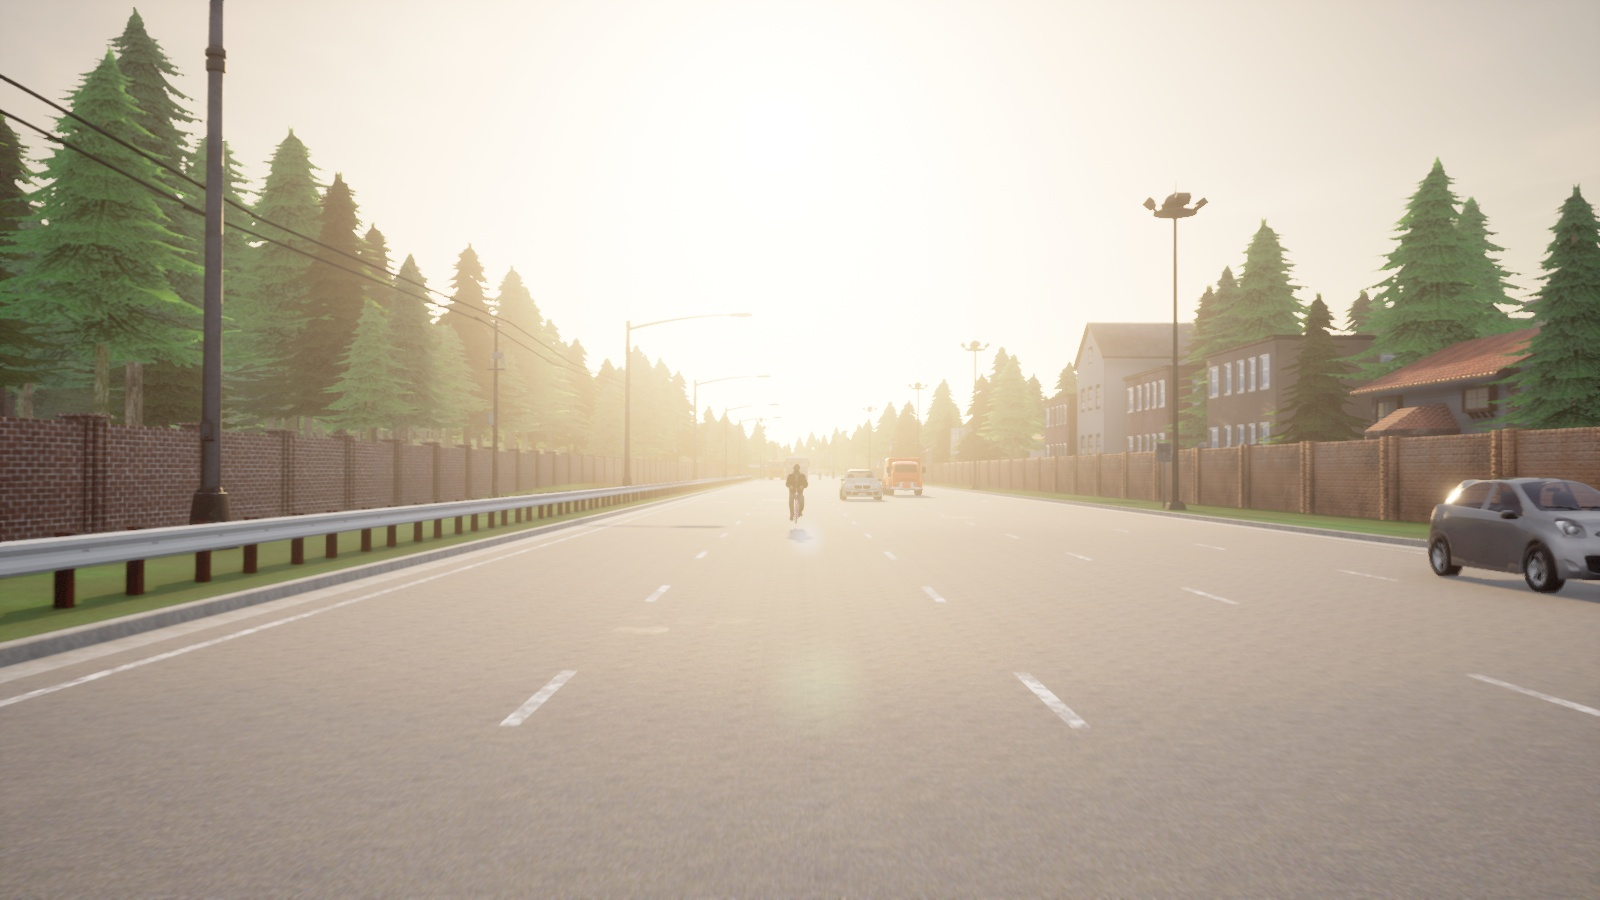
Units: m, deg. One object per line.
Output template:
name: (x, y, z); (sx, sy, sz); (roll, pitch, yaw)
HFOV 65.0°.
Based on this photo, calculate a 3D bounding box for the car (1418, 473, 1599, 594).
car: (10.456, 1.080, 17.527); (1.845, 1.501, 3.633); (0, -1, 0)

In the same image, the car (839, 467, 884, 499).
car: (3.329, 1.799, 68.877); (2.242, 1.667, 4.611); (0, -1, 0)

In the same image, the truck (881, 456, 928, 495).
truck: (6.794, 1.683, 82.550); (2.627, 2.467, 5.204); (0, -1, 0)
